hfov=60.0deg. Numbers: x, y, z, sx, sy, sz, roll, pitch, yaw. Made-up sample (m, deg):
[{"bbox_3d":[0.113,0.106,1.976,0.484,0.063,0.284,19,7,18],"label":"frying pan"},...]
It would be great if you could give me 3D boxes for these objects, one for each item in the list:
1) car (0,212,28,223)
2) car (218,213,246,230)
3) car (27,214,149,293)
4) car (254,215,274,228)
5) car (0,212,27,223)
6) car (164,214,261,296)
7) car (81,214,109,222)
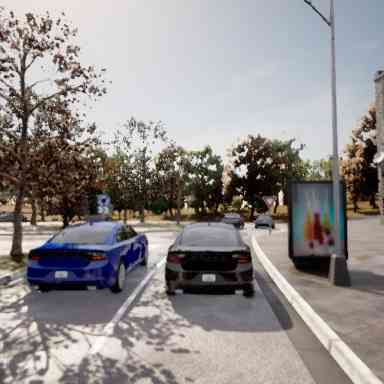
[{"bbox_3d":[-28.698,3.976,52.405,2.097,1.767,4.553,-4,-5,45],"label":"car"},{"bbox_3d":[4.204,2.973,34.094,2.128,1.511,4.902,-1,-4,15],"label":"car"},{"bbox_3d":[-2.448,1.531,9.044,1.882,1.535,5.008,0,-1,3],"label":"car"},{"bbox_3d":[7.730,3.165,35.982,1.994,1.385,4.181,0,-3,8],"label":"car"},{"bbox_3d":[-27.294,3.983,49.175,1.994,1.385,4.181,-3,-5,42],"label":"car"},{"bbox_3d":[0.463,1.515,8.735,1.882,1.535,5.008,0,-1,3],"label":"car"},{"bbox_3d":[-16.111,4.348,55.586,4.181,1.385,1.994,0,-4,-5],"label":"car"}]
